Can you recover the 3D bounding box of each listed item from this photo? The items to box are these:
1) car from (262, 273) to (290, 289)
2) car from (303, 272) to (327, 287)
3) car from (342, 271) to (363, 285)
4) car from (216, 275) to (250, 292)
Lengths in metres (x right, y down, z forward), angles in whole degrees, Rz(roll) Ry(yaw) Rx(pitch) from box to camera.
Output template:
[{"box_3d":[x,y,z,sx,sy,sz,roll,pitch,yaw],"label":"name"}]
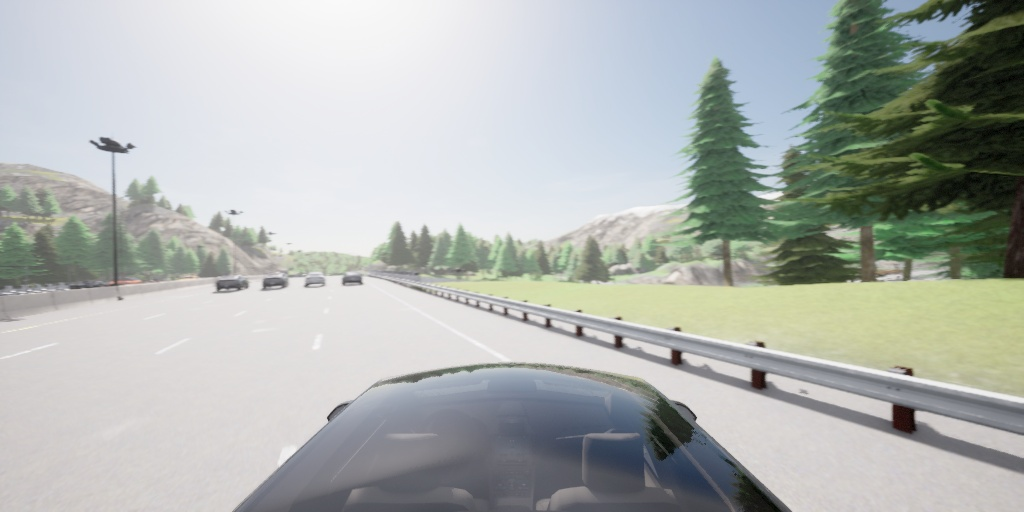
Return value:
[{"box_3d":[-23.873,2.493,36.360,2.128,1.511,4.902,-2,-1,-25],"label":"car"},{"box_3d":[-20.750,2.433,37.943,1.812,1.442,4.674,-2,-1,-25],"label":"car"},{"box_3d":[-17.297,2.360,38.832,1.994,1.385,4.181,-2,-1,-25],"label":"car"},{"box_3d":[-26.974,2.583,34.734,2.128,1.511,4.902,-2,-1,-25],"label":"car"}]
